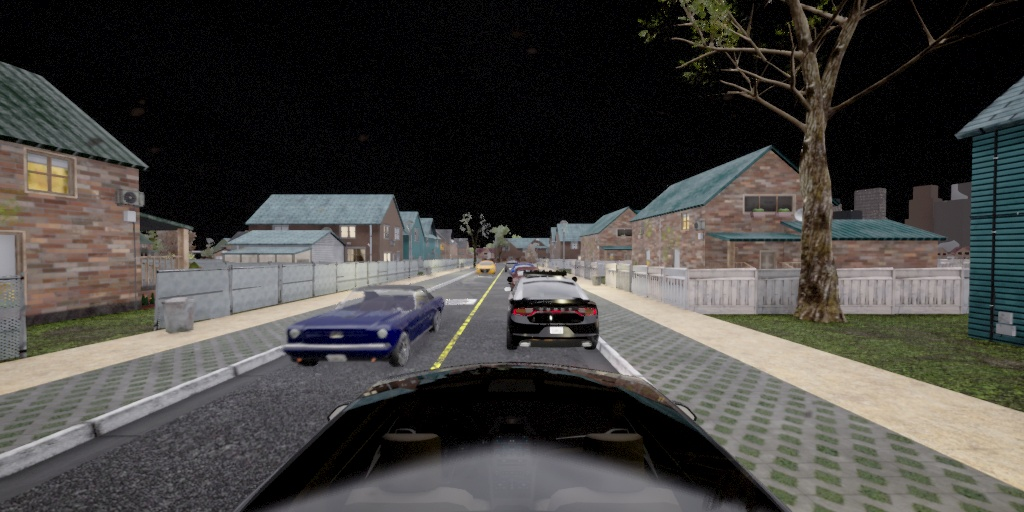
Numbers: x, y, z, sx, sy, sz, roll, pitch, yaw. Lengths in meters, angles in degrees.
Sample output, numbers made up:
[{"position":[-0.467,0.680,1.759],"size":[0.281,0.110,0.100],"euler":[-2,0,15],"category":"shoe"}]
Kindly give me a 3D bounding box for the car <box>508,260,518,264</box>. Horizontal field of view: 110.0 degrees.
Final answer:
[{"position":[0.819,1.249,25.125],"size":[1.882,1.535,5.008],"euler":[0,0,0],"category":"car"}]

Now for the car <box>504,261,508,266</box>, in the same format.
[{"position":[0.023,1.316,47.610],"size":[2.128,1.511,4.902],"euler":[0,0,0],"category":"car"}]

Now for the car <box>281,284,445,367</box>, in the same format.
[{"position":[-2.850,1.352,8.026],"size":[1.895,1.301,4.718],"euler":[0,0,0],"category":"car"}]

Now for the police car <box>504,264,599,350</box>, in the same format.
[{"position":[0.825,1.177,9.232],"size":[1.930,1.638,5.238],"euler":[0,0,0],"category":"police car"}]

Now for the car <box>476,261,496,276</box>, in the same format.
[{"position":[-2.761,1.277,38.669],"size":[1.882,1.535,5.008],"euler":[0,0,0],"category":"car"}]
